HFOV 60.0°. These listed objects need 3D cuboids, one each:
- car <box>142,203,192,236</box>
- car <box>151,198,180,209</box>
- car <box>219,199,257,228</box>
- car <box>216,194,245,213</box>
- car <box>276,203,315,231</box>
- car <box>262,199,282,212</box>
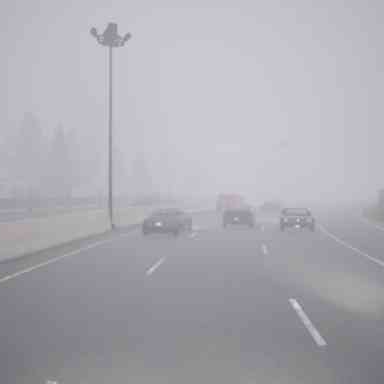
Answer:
[{"bbox_3d":[-1.254,1.551,18.363,1.994,1.385,4.181,0,0,11],"label":"car"},{"bbox_3d":[-3.552,1.532,44.618,1.994,1.385,4.181,0,0,26],"label":"car"},{"bbox_3d":[3.300,1.478,22.486,1.882,1.535,5.008,0,0,14],"label":"car"},{"bbox_3d":[4.352,1.218,36.314,2.150,2.045,5.566,0,0,23],"label":"car"},{"bbox_3d":[6.396,1.612,20.622,1.895,1.301,4.718,0,0,14],"label":"car"},{"bbox_3d":[9.546,1.538,39.224,1.812,1.442,4.674,0,0,25],"label":"car"}]
